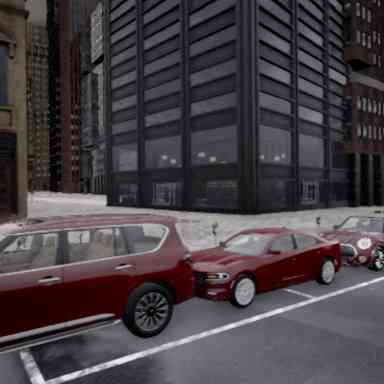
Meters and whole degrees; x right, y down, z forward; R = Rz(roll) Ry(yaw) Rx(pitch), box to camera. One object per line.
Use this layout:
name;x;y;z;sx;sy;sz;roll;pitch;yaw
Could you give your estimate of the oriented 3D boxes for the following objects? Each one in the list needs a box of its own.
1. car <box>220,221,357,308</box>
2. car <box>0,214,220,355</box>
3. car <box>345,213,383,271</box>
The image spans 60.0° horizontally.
car;1.723;1.542;7.891;4.507;1.381;1.887;0;-1;-35
car;-2.257;1.315;5.055;5.009;1.841;2.192;0;-1;-35
car;5.700;1.435;10.729;4.097;1.590;1.967;0;-1;-35
